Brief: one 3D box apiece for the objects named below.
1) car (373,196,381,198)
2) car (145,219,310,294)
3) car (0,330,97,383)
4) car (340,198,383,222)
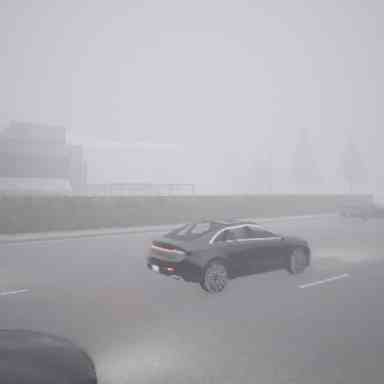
[{"bbox_3d":[45.620,1.592,82.847,1.895,1.301,4.718,0,0,9],"label":"car"},{"bbox_3d":[1.148,1.491,8.859,4.902,1.511,2.128,0,0,-35],"label":"car"},{"bbox_3d":[-2.844,1.526,1.736,4.674,1.442,1.812,0,0,-36],"label":"car"},{"bbox_3d":[13.762,1.490,26.437,4.902,1.511,2.128,0,0,-35],"label":"car"}]
